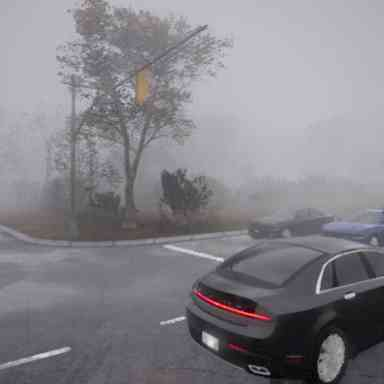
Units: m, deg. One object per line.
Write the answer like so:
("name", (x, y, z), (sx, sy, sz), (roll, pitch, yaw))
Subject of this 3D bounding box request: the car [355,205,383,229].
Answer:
("car", (12.858, 1.558, 21.751), (4.718, 1.301, 1.895), (0, 0, -35))

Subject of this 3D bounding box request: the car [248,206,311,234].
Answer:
("car", (4.881, 1.453, 16.066), (5.008, 1.535, 1.882), (0, 0, -35))

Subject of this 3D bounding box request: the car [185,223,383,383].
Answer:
("car", (2.186, 1.495, 5.304), (4.892, 1.490, 1.837), (0, 0, -35))

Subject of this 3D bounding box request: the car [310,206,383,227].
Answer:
("car", (7.218, 1.453, 13.432), (5.008, 1.535, 1.882), (0, 0, -35))
